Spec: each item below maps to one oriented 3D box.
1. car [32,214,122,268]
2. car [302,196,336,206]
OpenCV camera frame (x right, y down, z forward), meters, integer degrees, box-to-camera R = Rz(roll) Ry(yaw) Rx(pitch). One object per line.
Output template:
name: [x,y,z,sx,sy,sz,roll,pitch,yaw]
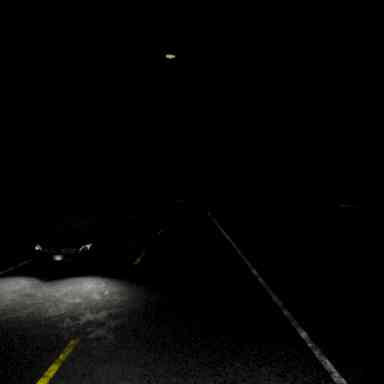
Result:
car: [-3.601,1.501,11.271,1.812,1.442,4.674,0,0,0]
car: [18.426,1.294,48.478,4.674,1.442,1.812,-1,0,1]
